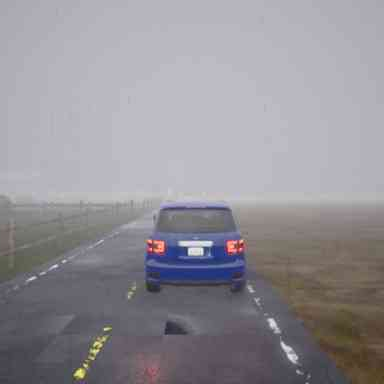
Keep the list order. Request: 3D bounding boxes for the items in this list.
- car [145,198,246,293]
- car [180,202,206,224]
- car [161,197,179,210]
[{"bbox_3d":[0.078,1.224,9.021,2.150,2.045,5.566,0,0,0],"label":"car"},{"bbox_3d":[0.067,1.539,26.162,1.812,1.442,4.674,0,0,0],"label":"car"},{"bbox_3d":[-2.819,1.508,43.346,1.882,1.535,5.008,0,0,0],"label":"car"}]
